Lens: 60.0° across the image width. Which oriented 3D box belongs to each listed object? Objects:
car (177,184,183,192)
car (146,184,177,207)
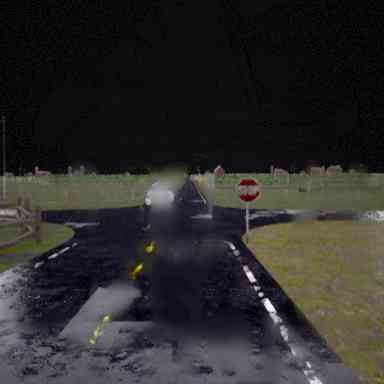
[{"bbox_3d":[-2.744,-0.832,66.782,2.033,1.411,5.357,0,2,0],"label":"car"},{"bbox_3d":[-2.747,0.314,29.692,2.150,2.045,5.566,0,3,0],"label":"car"}]
